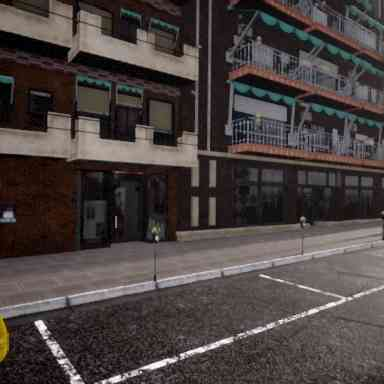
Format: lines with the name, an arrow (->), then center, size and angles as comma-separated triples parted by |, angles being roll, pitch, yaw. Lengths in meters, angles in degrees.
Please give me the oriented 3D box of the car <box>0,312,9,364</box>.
car -> -4.407, 1.525, 2.937 | 4.829, 1.417, 1.752 | 0, 1, -36
